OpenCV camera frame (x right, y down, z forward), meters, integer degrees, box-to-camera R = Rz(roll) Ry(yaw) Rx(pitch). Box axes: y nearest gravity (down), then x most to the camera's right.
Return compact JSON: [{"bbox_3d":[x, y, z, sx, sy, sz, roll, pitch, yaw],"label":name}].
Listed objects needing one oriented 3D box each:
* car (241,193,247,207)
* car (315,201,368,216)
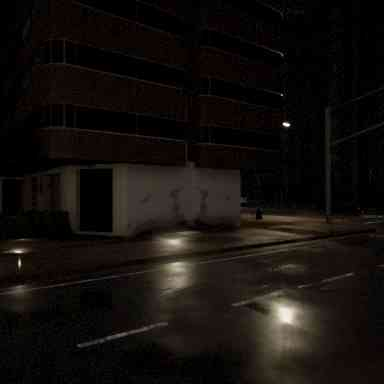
[{"bbox_3d":[6.159,1.222,51.964,2.150,2.045,5.566,0,0,-36],"label":"car"},{"bbox_3d":[15.005,1.601,33.459,1.895,1.301,4.718,0,0,-36],"label":"car"}]
